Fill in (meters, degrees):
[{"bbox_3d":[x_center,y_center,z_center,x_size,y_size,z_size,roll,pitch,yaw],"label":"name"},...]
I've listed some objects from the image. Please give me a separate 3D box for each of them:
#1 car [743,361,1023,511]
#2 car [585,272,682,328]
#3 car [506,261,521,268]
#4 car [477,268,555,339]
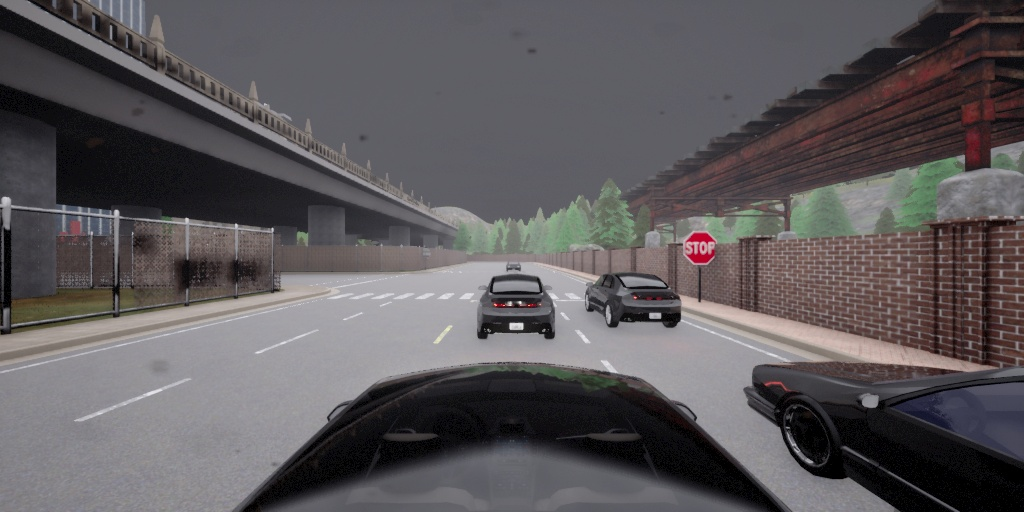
[{"bbox_3d":[3.600,1.297,1.668,2.033,1.411,5.357,0,0,0],"label":"car"},{"bbox_3d":[3.600,1.255,11.414,1.837,1.490,4.892,0,0,0],"label":"car"},{"bbox_3d":[0.182,1.351,46.334,1.895,1.301,4.718,0,0,-1],"label":"car"},{"bbox_3d":[0.098,1.255,10.055,1.837,1.490,4.892,0,0,0],"label":"car"}]
